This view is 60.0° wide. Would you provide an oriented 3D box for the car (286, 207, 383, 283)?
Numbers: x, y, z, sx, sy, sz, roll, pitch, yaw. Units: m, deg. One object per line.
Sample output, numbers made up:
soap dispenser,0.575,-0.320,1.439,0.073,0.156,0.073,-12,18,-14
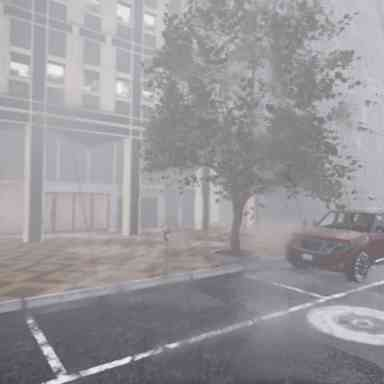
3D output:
car,5.077,1.404,10.164,5.009,1.841,2.192,1,0,-35
